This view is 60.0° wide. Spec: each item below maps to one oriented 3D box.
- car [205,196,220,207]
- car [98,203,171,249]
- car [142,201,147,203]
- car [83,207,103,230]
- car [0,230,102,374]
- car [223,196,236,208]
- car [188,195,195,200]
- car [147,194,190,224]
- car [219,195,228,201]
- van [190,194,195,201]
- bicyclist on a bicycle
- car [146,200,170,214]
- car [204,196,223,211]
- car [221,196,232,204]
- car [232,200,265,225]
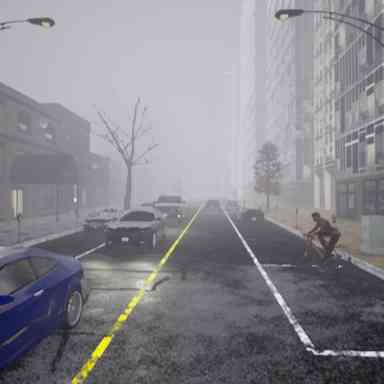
[{"bbox_3d":[3.163,1.463,50.956,2.128,1.511,4.902,0,0,4],"label":"car"},{"bbox_3d":[-2.288,1.467,14.686,1.882,1.535,5.008,0,0,4],"label":"car"},{"bbox_3d":[-3.980,1.525,30.196,1.887,1.381,4.507,1,0,4],"label":"car"},{"bbox_3d":[-4.740,1.537,18.933,2.008,1.369,4.403,1,0,4],"label":"car"},{"bbox_3d":[-2.932,1.522,4.251,1.812,1.442,4.674,0,0,5],"label":"car"},{"bbox_3d":[5.497,1.519,46.514,1.887,1.381,4.507,1,0,4],"label":"car"},{"bbox_3d":[-0.068,1.535,92.156,1.802,1.307,4.206,1,0,4],"label":"car"},{"bbox_3d":[-1.626,1.205,25.223,2.150,2.045,5.566,0,0,4],"label":"car"},{"bbox_3d":[7.593,1.526,80.314,1.947,1.339,4.313,1,0,4],"label":"car"},{"bbox_3d":[-0.414,1.297,86.521,1.690,1.788,3.998,1,0,4],"label":"van"},{"bbox_3d":[3.718,1.411,9.556,1.656,1.620,0.582,0,0,4],"label":"bicyclist on a bicycle"},{"bbox_3d":[-3.597,1.559,35.827,1.802,1.307,4.206,1,0,4],"label":"car"},{"bbox_3d":[2.492,1.480,40.077,1.837,1.490,4.892,0,0,4],"label":"car"},{"bbox_3d":[6.545,1.532,63.413,1.947,1.339,4.313,1,0,4],"label":"car"},{"bbox_3d":[4.202,1.537,23.976,2.008,1.369,4.403,1,0,4],"label":"car"}]
